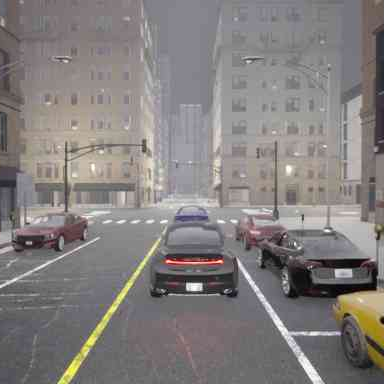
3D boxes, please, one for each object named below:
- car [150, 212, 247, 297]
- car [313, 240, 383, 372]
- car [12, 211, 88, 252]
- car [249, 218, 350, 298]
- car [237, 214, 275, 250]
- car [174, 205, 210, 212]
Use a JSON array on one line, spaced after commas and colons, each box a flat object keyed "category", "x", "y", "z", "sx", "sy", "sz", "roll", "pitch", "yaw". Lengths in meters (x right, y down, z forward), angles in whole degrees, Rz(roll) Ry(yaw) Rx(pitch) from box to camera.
[{"category": "car", "x": 0.050, "y": 1.503, "z": 8.554, "sx": 1.837, "sy": 1.490, "sz": 4.892, "roll": 0, "pitch": 0, "yaw": 0}, {"category": "car", "x": 2.857, "y": 1.525, "z": 2.909, "sx": 1.752, "sy": 1.417, "sz": 4.829, "roll": -1, "pitch": 0, "yaw": 0}, {"category": "car", "x": -5.710, "y": 1.541, "z": 13.890, "sx": 1.887, "sy": 1.381, "sz": 4.507, "roll": -1, "pitch": 0, "yaw": 0}, {"category": "car", "x": 2.846, "y": 1.564, "z": 8.325, "sx": 1.947, "sy": 1.339, "sz": 4.313, "roll": -1, "pitch": 0, "yaw": 0}, {"category": "car", "x": 2.835, "y": 1.578, "z": 13.911, "sx": 1.802, "sy": 1.307, "sz": 4.206, "roll": -1, "pitch": 0, "yaw": 0}, {"category": "car", "x": -0.004, "y": 1.473, "z": 18.504, "sx": 1.882, "sy": 1.535, "sz": 5.008, "roll": 0, "pitch": 0, "yaw": 0}]
